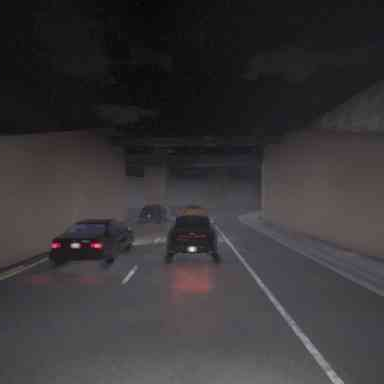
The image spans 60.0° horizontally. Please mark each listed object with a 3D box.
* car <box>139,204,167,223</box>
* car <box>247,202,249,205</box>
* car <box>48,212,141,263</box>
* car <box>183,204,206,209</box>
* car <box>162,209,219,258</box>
[{"bbox_3d":[-3.320,1.798,29.219,1.882,1.535,5.008,0,0,3],"label":"car"},{"bbox_3d":[14.026,2.296,70.472,4.902,1.511,2.128,0,-1,-25],"label":"car"},{"bbox_3d":[-3.491,1.686,12.492,2.033,1.411,5.357,0,-1,0],"label":"car"},{"bbox_3d":[0.177,1.798,29.217,1.882,1.535,5.008,0,0,3],"label":"car"},{"bbox_3d":[0.018,1.656,13.490,1.837,1.490,4.892,0,0,0],"label":"car"}]
